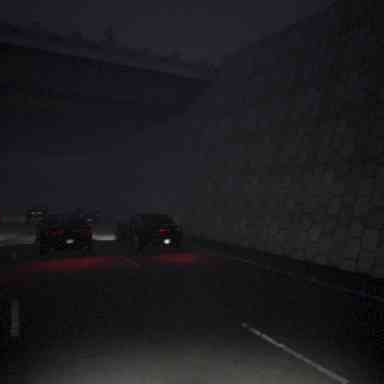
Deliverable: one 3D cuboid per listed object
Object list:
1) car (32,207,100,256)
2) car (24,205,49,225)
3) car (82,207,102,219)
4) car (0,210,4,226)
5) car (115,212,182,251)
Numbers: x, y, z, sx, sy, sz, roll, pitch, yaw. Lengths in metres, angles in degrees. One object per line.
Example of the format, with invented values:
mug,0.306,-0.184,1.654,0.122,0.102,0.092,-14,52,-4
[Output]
car,-5.530,1.627,14.131,1.882,1.535,5.008,0,0,-28
car,-12.271,1.771,26.684,2.128,1.511,4.902,0,-1,-28
car,-9.068,1.898,28.109,1.895,1.301,4.718,0,-1,-28
car,-15.356,1.750,25.030,2.128,1.511,4.902,0,-1,-28
car,-2.101,1.671,15.127,1.837,1.490,4.892,0,0,-28
